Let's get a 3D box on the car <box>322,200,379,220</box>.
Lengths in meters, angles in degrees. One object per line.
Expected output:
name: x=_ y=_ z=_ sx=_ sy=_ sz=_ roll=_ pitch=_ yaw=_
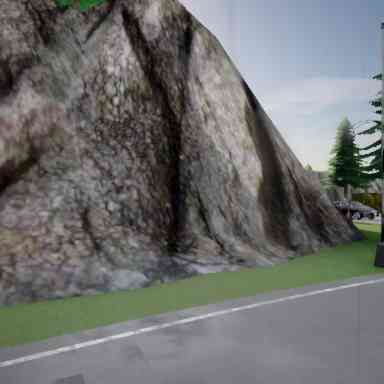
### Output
car: x=13.446 y=1.492 z=28.490 sx=2.128 sy=1.511 sz=4.902 roll=0 pitch=0 yaw=-25
